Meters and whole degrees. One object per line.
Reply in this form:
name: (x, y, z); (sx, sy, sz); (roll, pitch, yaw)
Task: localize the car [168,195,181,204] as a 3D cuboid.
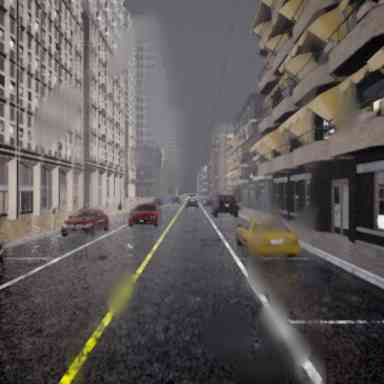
car: (-3.015, 1.595, 63.516); (1.837, 1.490, 4.892); (0, 0, 1)

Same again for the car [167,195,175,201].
car: (-5.674, 1.589, 91.651); (1.967, 1.590, 4.097); (0, 0, 0)

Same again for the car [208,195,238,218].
car: (3.005, 1.261, 31.109); (2.150, 2.045, 5.566); (0, 0, 0)

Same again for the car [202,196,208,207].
car: (2.700, 1.652, 52.109); (1.802, 1.307, 4.206); (0, 0, 0)

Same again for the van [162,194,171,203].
van: (-5.676, 1.454, 74.705); (1.690, 1.788, 3.998); (0, 0, 0)

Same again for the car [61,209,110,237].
car: (-5.687, 1.601, 18.219); (1.802, 1.307, 4.206); (0, 0, 0)

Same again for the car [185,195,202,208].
car: (0.038, 1.611, 48.059); (2.033, 1.411, 5.357); (0, 0, 1)

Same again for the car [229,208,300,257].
car: (2.692, 1.538, 12.739); (1.752, 1.417, 4.829); (0, 0, 0)

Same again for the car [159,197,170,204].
car: (-5.678, 1.652, 69.056); (2.008, 1.369, 4.403); (0, 0, 0)

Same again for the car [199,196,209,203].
car: (2.704, 1.663, 74.703); (2.008, 1.369, 4.403); (0, 0, 0)

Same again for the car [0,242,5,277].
car: (-5.690, 1.573, 6.922); (1.947, 1.339, 4.313); (0, 0, 0)

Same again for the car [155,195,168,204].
car: (-5.679, 1.646, 57.759); (1.947, 1.339, 4.313); (0, 0, 0)

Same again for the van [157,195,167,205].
van: (-5.679, 1.432, 63.408); (1.690, 1.788, 3.998); (0, 0, 0)

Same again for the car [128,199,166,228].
car: (-3.096, 1.503, 22.888); (1.882, 1.535, 5.008); (0, 0, 0)
